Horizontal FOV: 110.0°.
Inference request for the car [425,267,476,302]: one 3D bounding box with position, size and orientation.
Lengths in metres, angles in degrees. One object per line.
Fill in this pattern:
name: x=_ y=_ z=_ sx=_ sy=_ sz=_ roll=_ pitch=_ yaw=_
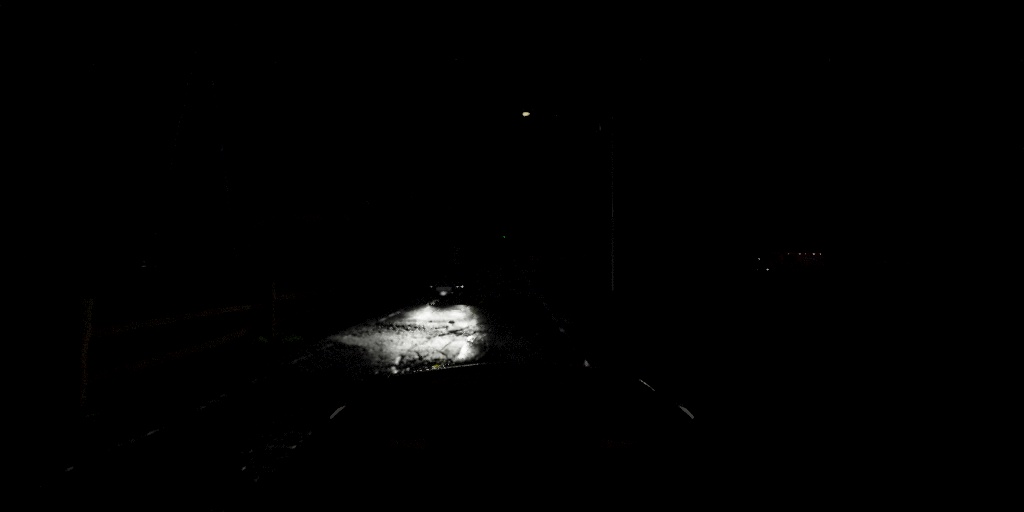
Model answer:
car: x=-2.848 y=1.301 z=17.348 sx=2.128 sy=1.511 sz=4.902 roll=0 pitch=0 yaw=0
